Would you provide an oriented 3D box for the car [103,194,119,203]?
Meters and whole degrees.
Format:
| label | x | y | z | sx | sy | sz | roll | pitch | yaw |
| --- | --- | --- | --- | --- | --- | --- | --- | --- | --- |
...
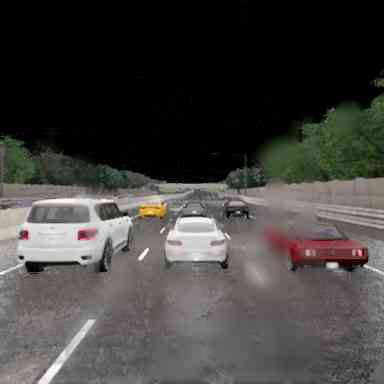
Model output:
| label | x | y | z | sx | sy | sz | roll | pitch | yaw |
| --- | --- | --- | --- | --- | --- | --- | --- | --- | --- |
| car | -16.983 | 1.315 | 69.778 | 2.097 | 1.767 | 4.553 | 0 | 0 | 1 |

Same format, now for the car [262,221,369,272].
| label | x | y | z | sx | sy | sz | roll | pitch | yaw |
| --- | --- | --- | --- | --- | --- | --- | --- | --- | --- |
| car | 3.617 | 1.593 | 10.764 | 1.895 | 1.301 | 4.718 | 0 | 0 | 0 |

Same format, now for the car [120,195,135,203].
| label | x | y | z | sx | sy | sz | roll | pitch | yaw |
| --- | --- | --- | --- | --- | --- | --- | --- | --- | --- |
| car | -13.484 | 1.485 | 69.694 | 2.128 | 1.511 | 4.902 | 0 | 0 | 1 |

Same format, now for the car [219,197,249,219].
| label | x | y | z | sx | sy | sz | roll | pitch | yaw |
| --- | --- | --- | --- | --- | --- | --- | --- | --- | --- |
| car | 3.697 | 1.457 | 28.818 | 1.882 | 1.535 | 5.008 | 0 | 0 | 0 |

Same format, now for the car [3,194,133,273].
| label | x | y | z | sx | sy | sz | roll | pitch | yaw |
| --- | --- | --- | --- | --- | --- | --- | --- | --- | --- |
| car | -3.383 | 1.213 | 10.749 | 2.150 | 2.045 | 5.566 | 0 | 0 | 0 |

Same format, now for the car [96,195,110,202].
| label | x | y | z | sx | sy | sz | roll | pitch | yaw |
| --- | --- | --- | --- | --- | --- | --- | --- | --- | --- |
| car | -20.389 | 1.480 | 76.036 | 1.994 | 1.385 | 4.181 | 0 | 0 | 1 |

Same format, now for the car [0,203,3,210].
| label | x | y | z | sx | sy | sz | roll | pitch | yaw |
| --- | --- | --- | --- | --- | --- | --- | --- | --- | --- |
| car | -13.992 | 1.470 | 28.688 | 2.128 | 1.511 | 4.902 | 0 | 0 | 0 |

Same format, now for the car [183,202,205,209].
| label | x | y | z | sx | sy | sz | roll | pitch | yaw |
| --- | --- | --- | --- | --- | --- | --- | --- | --- | --- |
| car | 0.191 | 1.544 | 27.893 | 1.994 | 1.385 | 4.181 | 0 | 0 | 0 |

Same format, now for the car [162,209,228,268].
| label | x | y | z | sx | sy | sz | roll | pitch | yaw |
| --- | --- | --- | --- | --- | --- | --- | --- | --- | --- |
| car | 0.119 | 1.517 | 11.140 | 1.812 | 1.442 | 4.674 | 0 | 0 | 0 |

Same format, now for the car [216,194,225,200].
| label | x | y | z | sx | sy | sz | roll | pitch | yaw |
| --- | --- | --- | --- | --- | --- | --- | --- | --- | --- |
| car | 7.647 | 1.316 | 86.545 | 2.128 | 1.511 | 4.902 | 0 | 0 | 3 |

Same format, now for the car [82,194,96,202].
| label | x | y | z | sx | sy | sz | roll | pitch | yaw |
| --- | --- | --- | --- | --- | --- | --- | --- | --- | --- |
| car | -23.253 | 1.287 | 75.279 | 2.097 | 1.767 | 4.553 | 0 | 0 | -2 |

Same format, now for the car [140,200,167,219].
| label | x | y | z | sx | sy | sz | roll | pitch | yaw |
| --- | --- | --- | --- | --- | --- | --- | --- | --- | --- |
| car | -3.303 | 1.457 | 28.828 | 1.882 | 1.535 | 5.008 | 0 | 0 | 0 |

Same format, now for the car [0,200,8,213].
| label | x | y | z | sx | sy | sz | roll | pitch | yaw |
| --- | --- | --- | --- | --- | --- | --- | --- | --- | --- |
| car | -20.941 | 1.523 | 33.357 | 2.033 | 1.411 | 5.357 | 0 | 0 | 1 |
